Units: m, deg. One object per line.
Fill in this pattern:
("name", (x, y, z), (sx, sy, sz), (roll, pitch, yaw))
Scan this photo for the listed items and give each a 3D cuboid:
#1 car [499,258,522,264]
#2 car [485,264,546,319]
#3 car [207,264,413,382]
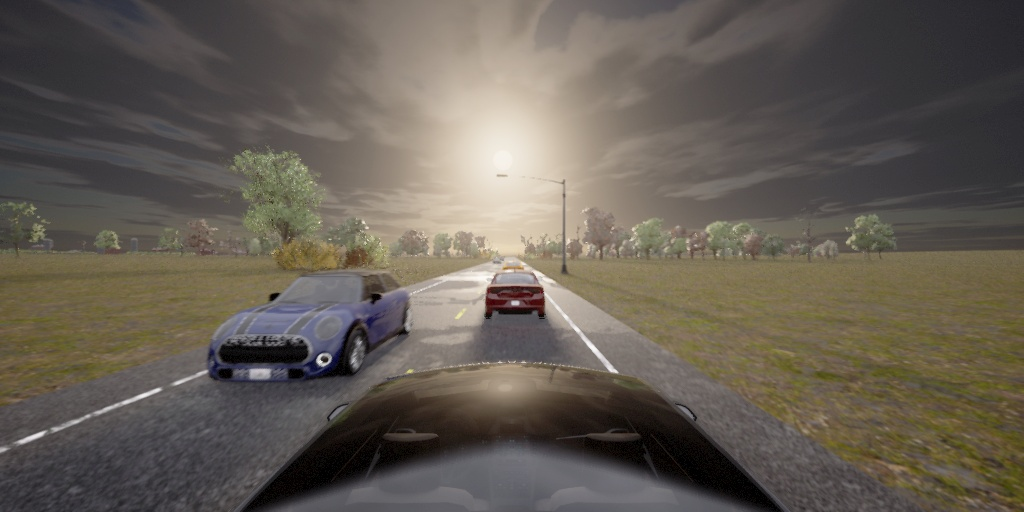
("car", (0.098, 1.178, 30.962), (1.882, 1.535, 5.008), (0, 0, 0))
("car", (0.099, 1.209, 12.825), (1.882, 1.535, 5.008), (0, 0, 0))
("car", (-3.599, 1.093, 7.366), (2.097, 1.767, 4.553), (0, 0, 0))
